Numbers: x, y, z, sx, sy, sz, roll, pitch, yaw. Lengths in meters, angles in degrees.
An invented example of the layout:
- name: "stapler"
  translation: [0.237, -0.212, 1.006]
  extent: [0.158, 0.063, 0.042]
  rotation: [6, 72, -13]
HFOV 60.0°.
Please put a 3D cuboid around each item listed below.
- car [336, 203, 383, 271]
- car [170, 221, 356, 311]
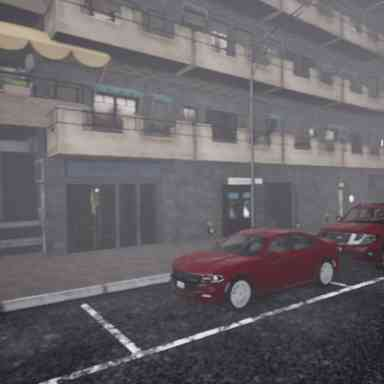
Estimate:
- name: "car"
  translation: [6.220, 1.300, 11.016]
  extent: [5.009, 1.841, 2.192]
  rotation: [0, -1, -35]
- name: "car"
  translation: [1.612, 1.538, 7.724]
  extent: [4.507, 1.381, 1.887]
  rotation: [0, -1, -35]
